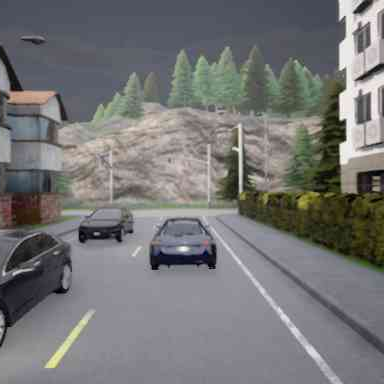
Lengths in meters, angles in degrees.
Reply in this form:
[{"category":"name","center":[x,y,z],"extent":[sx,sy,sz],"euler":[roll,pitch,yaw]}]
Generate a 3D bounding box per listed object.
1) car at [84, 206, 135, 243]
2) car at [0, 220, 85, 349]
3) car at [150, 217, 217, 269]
[{"category":"car","center":[-4.028,1.466,16.350],"extent":[1.882,1.535,5.008],"euler":[-1,0,-1]},{"category":"car","center":[-3.672,1.517,6.053],"extent":[1.837,1.490,4.892],"euler":[-1,0,-2]},{"category":"car","center":[-0.295,1.534,11.120],"extent":[1.994,1.385,4.181],"euler":[-1,0,-2]}]
